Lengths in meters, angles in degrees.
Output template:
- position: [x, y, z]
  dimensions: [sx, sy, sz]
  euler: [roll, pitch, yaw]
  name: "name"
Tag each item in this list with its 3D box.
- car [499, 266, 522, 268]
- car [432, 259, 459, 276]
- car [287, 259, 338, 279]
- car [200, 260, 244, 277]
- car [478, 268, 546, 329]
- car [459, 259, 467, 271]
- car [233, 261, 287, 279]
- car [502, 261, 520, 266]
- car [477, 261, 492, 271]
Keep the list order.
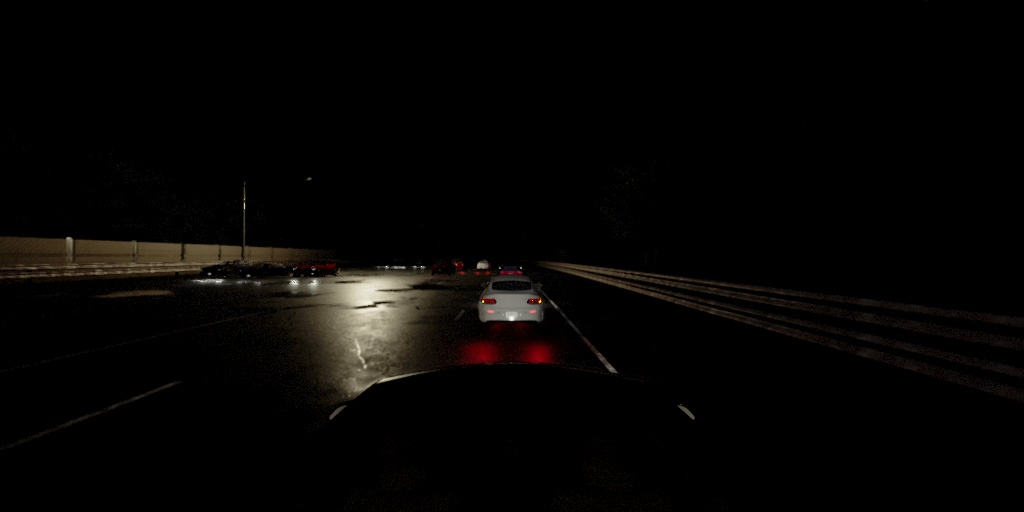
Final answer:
- position: [-0.038, 1.360, 18.639]
  dimensions: [1.895, 1.301, 4.718]
  euler: [0, 0, 0]
  name: "car"
- position: [-7.160, 1.262, 37.919]
  dimensions: [1.882, 1.535, 5.008]
  euler: [0, 0, -1]
  name: "car"
- position: [-17.578, 1.054, 32.165]
  dimensions: [2.097, 1.767, 4.553]
  euler: [0, 0, -2]
  name: "car"
- position: [-24.610, 1.081, 31.737]
  dimensions: [2.033, 1.411, 5.357]
  euler: [-1, 0, -2]
  name: "car"
- position: [-0.011, 1.273, 11.094]
  dimensions: [1.812, 1.442, 4.674]
  euler: [0, 0, 0]
  name: "car"
- position: [-7.414, 1.187, 49.876]
  dimensions: [2.097, 1.767, 4.553]
  euler: [0, 0, -1]
  name: "car"
- position: [-21.042, 1.278, 30.776]
  dimensions: [1.895, 1.301, 4.718]
  euler: [0, 0, -2]
  name: "car"
- position: [-0.127, 1.353, 28.726]
  dimensions: [1.994, 1.385, 4.181]
  euler: [0, 0, 0]
  name: "car"
- position: [-3.943, 1.383, 51.150]
  dimensions: [1.812, 1.442, 4.674]
  euler: [0, -1, -1]
  name: "car"
